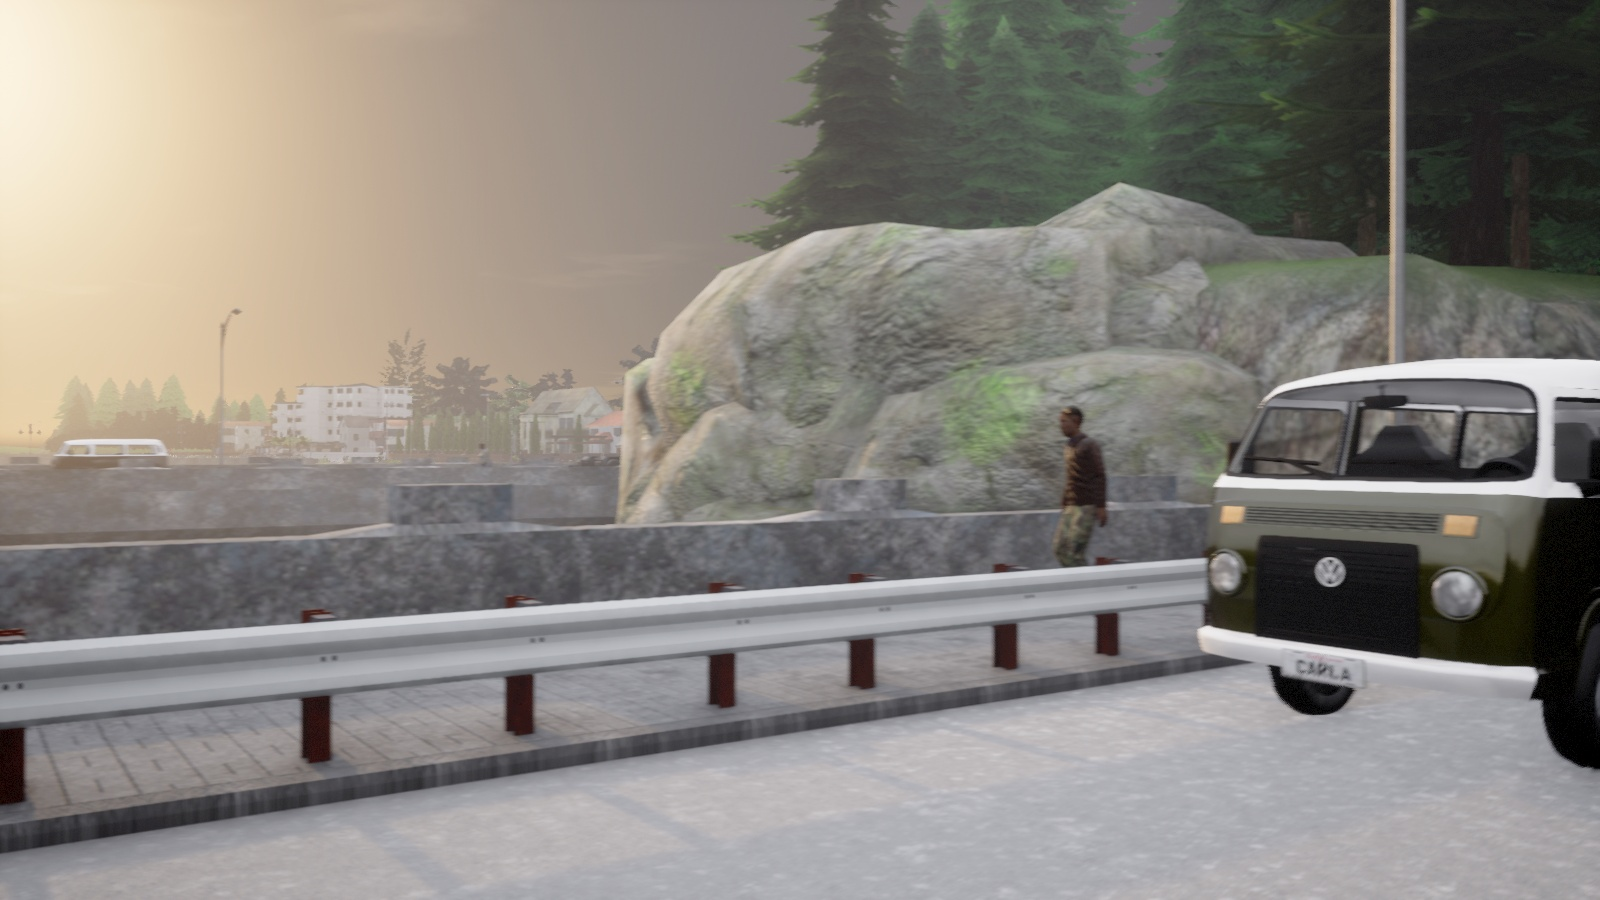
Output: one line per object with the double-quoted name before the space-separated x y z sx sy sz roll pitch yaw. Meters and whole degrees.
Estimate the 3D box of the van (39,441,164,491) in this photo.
"van" -29.788 0.663 53.606 4.480 2.038 2.069 0 0 -35

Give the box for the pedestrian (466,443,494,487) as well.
"pedestrian" -13.643 0.616 53.523 0.900 1.855 0.874 0 0 -32

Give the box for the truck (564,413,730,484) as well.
"truck" -7.738 -0.062 64.060 7.936 3.462 2.891 0 0 -35

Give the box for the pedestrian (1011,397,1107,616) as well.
"pedestrian" 2.230 0.477 10.838 0.703 1.840 0.431 0 0 -9

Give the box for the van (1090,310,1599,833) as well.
"van" 3.955 0.478 7.022 4.480 2.038 2.069 0 0 -35
